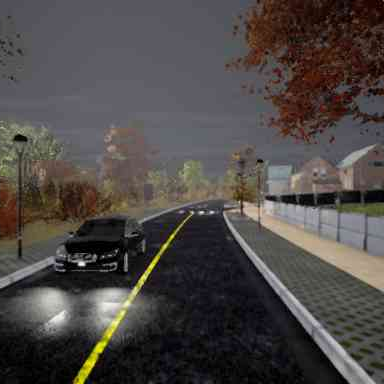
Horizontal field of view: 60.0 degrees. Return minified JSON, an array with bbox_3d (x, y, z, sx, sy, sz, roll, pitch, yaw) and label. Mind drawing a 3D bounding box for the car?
[{"bbox_3d":[-2.667,1.538,10.665,1.837,1.490,4.892,0,0,2],"label":"car"}]
